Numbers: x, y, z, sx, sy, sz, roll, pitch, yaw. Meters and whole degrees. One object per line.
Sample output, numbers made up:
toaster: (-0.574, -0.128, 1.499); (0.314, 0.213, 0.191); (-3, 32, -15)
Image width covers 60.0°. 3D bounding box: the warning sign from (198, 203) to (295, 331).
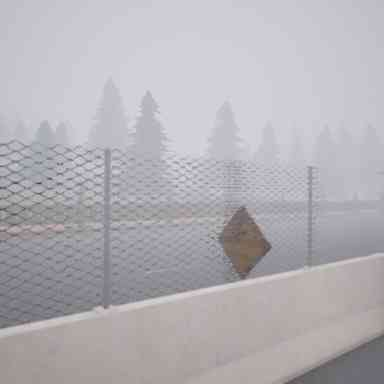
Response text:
warning sign: (0.918, 1.152, 5.813); (1.060, 1.860, 1.300); (1, 0, -35)
